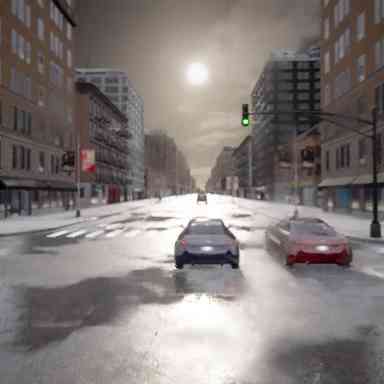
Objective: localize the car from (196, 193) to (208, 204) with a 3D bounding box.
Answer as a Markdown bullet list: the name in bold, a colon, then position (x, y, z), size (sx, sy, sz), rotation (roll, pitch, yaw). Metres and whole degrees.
- **car**: position (1.993, 1.302, 66.114), size (2.150, 2.045, 5.566), rotation (0, 0, 2)

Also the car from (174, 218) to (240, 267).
- **car**: position (0.490, 1.584, 11.423), size (1.994, 1.385, 4.181), rotation (0, 0, 2)

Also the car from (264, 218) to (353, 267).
- **car**: position (3.740, 1.561, 11.382), size (1.994, 1.385, 4.181), rotation (0, 0, 2)
